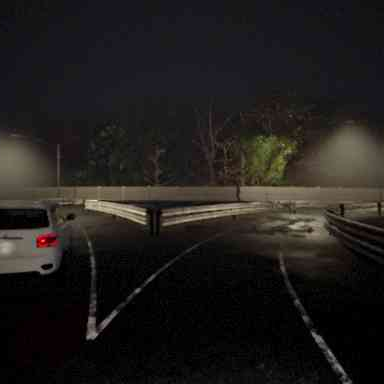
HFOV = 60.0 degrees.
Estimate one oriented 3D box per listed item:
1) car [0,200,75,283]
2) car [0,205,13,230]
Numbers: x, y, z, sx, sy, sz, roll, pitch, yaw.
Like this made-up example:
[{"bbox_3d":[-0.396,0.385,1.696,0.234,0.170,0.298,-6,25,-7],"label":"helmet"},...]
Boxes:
[{"bbox_3d":[-4.662,1.234,9.507,2.150,2.045,5.566,0,0,-17],"label":"car"},{"bbox_3d":[-12.970,1.582,21.565,1.994,1.385,4.181,0,0,-23],"label":"car"}]
